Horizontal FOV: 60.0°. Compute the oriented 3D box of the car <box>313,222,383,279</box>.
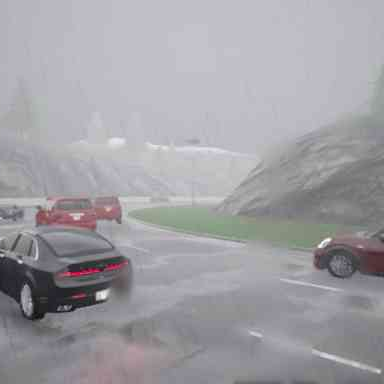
[{"bbox_3d":[5.679,1.443,8.808,4.553,1.767,2.097,0,0,36],"label":"car"}]

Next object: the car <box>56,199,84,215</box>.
[{"bbox_3d":[-12.979,1.577,35.687,1.837,1.490,4.892,0,0,-7],"label":"car"}]

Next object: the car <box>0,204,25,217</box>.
[{"bbox_3d":[-14.639,1.615,26.432,1.895,1.301,4.718,1,0,-18],"label":"car"}]

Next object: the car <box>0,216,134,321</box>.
[{"bbox_3d":[-3.249,1.518,7.440,4.892,1.490,1.837,0,0,44],"label":"car"}]

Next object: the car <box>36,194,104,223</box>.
[{"bbox_3d":[-6.600,1.255,17.151,2.150,2.045,5.566,0,0,-33],"label":"car"}]

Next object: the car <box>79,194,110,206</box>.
[{"bbox_3d":[-17.260,1.372,59.187,2.150,2.045,5.566,0,0,22],"label":"car"}]

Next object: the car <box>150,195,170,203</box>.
[{"bbox_3d":[-7.221,1.480,75.469,4.553,1.767,2.097,1,0,-43],"label":"car"}]

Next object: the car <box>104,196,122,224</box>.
[{"bbox_3d":[-6.698,1.292,24.850,2.150,2.045,5.566,0,0,-23],"label":"car"}]
